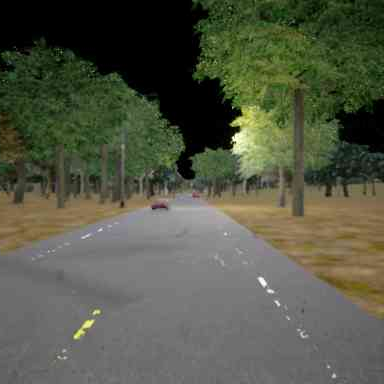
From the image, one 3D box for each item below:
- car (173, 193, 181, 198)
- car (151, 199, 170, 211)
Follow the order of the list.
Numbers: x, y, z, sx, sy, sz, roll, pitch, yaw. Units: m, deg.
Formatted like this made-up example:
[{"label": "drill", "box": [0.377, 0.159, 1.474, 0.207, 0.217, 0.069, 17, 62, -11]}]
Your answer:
[{"label": "car", "box": [-3.497, 0.988, 79.136, 1.882, 1.535, 5.008, 0, 0, 0]}, {"label": "car", "box": [-3.591, 1.512, 38.492, 1.895, 1.301, 4.718, 0, 0, 0]}]
